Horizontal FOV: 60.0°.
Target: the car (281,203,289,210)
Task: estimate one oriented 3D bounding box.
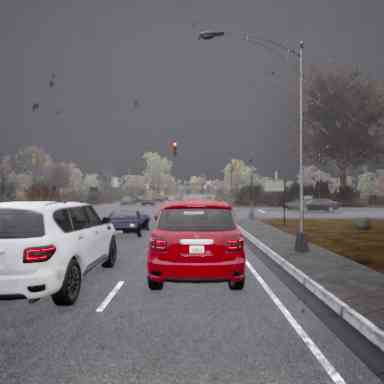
[{"bbox_3d":[13.815,1.543,41.071,5.357,1.411,2.033,0,0,3],"label":"car"}]

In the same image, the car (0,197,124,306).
[{"bbox_3d":[-3.405,1.221,8.157,2.150,2.045,5.566,0,0,0],"label":"car"}]

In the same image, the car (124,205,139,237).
[{"bbox_3d":[-3.410,1.599,17.925,1.895,1.301,4.718,0,0,0],"label":"car"}]

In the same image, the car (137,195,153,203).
[{"bbox_3d":[-7.113,1.542,54.557,2.033,1.411,5.357,0,0,0],"label":"car"}]

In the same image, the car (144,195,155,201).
[{"bbox_3d":[-10.547,1.517,83.525,2.128,1.511,4.902,0,0,0],"label":"car"}]

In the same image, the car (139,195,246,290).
[{"bbox_3d":[0.092,1.221,9.217,2.150,2.045,5.566,0,0,0],"label":"car"}]

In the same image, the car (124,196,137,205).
[{"bbox_3d":[-10.617,1.496,54.946,1.837,1.490,4.892,0,1,0],"label":"car"}]

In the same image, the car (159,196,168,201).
[{"bbox_3d":[-7.047,1.587,83.809,1.895,1.301,4.718,0,0,0],"label":"car"}]

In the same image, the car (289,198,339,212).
[{"bbox_3d":[13.955,1.499,37.562,4.892,1.490,1.837,-1,0,3],"label":"car"}]

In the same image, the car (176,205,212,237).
[{"bbox_3d":[0.090,1.524,18.911,1.812,1.442,4.674,0,0,0],"label":"car"}]

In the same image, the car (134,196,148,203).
[{"bbox_3d":[-10.540,1.535,68.560,2.033,1.411,5.357,0,0,0],"label":"car"}]

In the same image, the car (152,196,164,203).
[{"bbox_3d":[-7.040,1.591,69.239,1.895,1.301,4.718,0,0,0],"label":"car"}]
